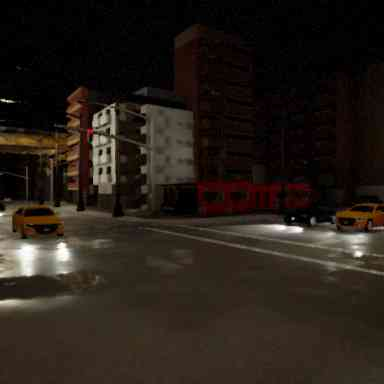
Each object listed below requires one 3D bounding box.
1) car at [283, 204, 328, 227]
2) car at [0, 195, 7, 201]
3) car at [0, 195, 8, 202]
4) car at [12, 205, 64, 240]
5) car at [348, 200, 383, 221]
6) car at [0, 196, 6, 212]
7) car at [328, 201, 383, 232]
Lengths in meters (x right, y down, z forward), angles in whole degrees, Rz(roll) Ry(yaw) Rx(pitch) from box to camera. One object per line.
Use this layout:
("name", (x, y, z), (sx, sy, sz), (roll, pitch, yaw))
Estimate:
("car", (8.180, 1.533, 22.734), (4.181, 1.385, 1.994), (0, 0, -36))
("car", (-44.360, 1.294, 75.955), (4.536, 1.218, 1.853), (0, 0, 35))
("car", (-44.316, 1.451, 75.926), (4.974, 1.542, 2.038), (0, 0, 35))
("car", (-8.178, 1.472, 17.497), (1.882, 1.535, 5.008), (0, 0, -35))
("car", (15.441, 1.503, 27.920), (4.902, 1.511, 2.128), (0, 0, -36))
("car", (-22.671, 1.525, 38.128), (1.994, 1.385, 4.181), (0, 0, -35))
("car", (10.717, 1.450, 20.245), (5.008, 1.535, 1.882), (0, 0, -35))
